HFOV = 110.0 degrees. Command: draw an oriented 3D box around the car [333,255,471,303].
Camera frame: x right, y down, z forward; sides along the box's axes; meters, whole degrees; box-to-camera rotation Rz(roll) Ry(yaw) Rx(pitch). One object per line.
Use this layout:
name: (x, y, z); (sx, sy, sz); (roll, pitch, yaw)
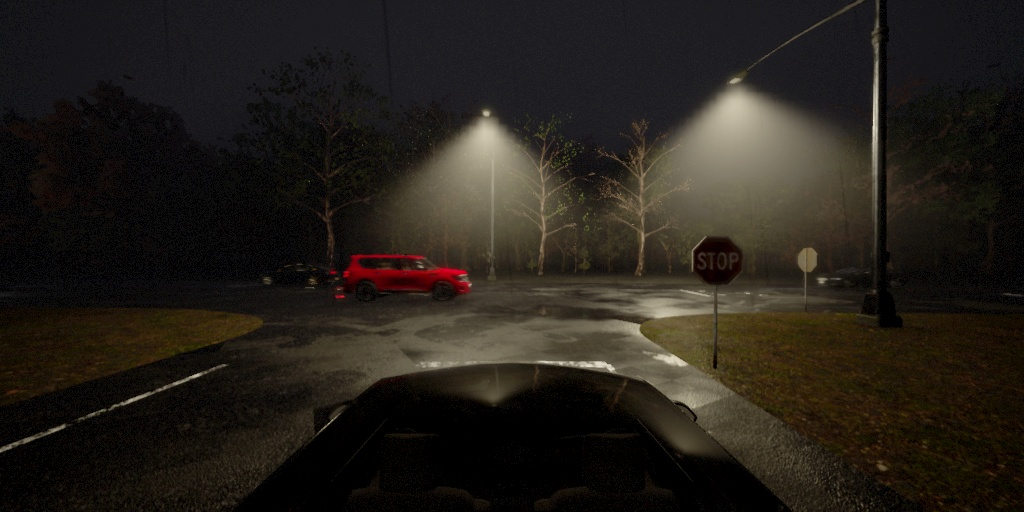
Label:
car: (-4.685, 0.964, 16.256); (5.566, 2.045, 2.150); (0, 0, 0)

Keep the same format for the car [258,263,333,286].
car: (-13.828, 1.201, 23.389); (4.892, 1.490, 1.837); (0, 0, 1)

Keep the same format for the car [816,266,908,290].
car: (22.445, 1.410, 23.138); (4.902, 1.511, 2.128); (-1, 0, 0)
